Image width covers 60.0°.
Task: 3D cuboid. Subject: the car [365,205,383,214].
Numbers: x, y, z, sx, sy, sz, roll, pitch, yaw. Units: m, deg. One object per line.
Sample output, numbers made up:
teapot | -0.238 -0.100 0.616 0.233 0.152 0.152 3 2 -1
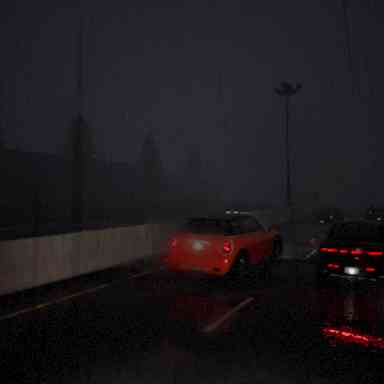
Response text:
car | 14.290 1.695 25.270 2.128 1.511 4.902 -1 -1 31

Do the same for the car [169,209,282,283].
car | 1.252 1.451 10.418 2.097 1.767 4.553 -1 -1 31

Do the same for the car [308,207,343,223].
car | 10.345 1.819 25.497 1.895 1.301 4.718 -1 -1 31

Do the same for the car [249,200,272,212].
car | 9.400 1.925 45.447 1.837 1.490 4.892 0 -1 26

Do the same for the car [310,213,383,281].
car | 4.939 1.586 9.752 1.837 1.490 4.892 -1 -1 31
